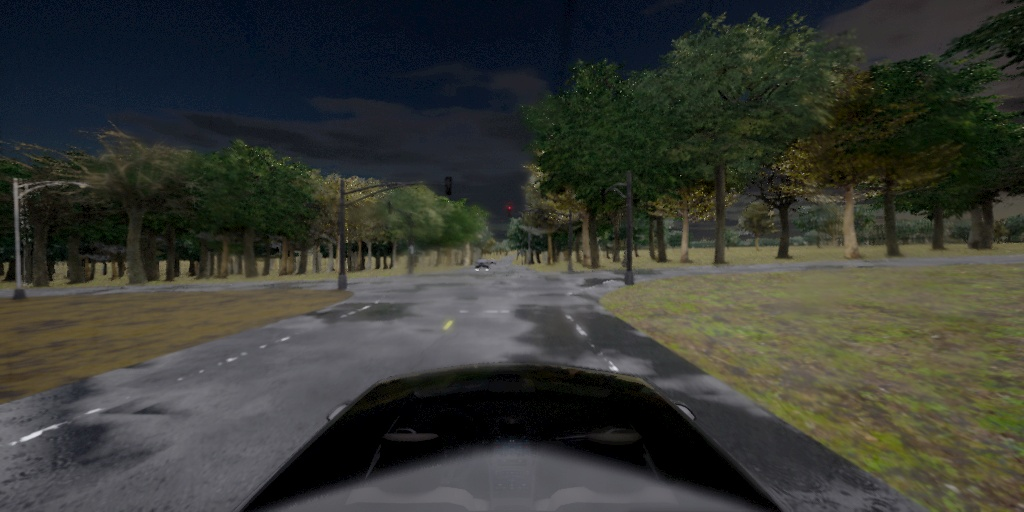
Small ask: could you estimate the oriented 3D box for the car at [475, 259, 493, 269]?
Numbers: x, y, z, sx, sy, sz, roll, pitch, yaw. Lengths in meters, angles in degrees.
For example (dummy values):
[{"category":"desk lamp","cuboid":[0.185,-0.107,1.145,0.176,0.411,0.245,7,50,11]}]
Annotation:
[{"category":"car","cuboid":[-4.103,1.113,50.403,2.033,1.411,5.357,0,0,-1]}]
